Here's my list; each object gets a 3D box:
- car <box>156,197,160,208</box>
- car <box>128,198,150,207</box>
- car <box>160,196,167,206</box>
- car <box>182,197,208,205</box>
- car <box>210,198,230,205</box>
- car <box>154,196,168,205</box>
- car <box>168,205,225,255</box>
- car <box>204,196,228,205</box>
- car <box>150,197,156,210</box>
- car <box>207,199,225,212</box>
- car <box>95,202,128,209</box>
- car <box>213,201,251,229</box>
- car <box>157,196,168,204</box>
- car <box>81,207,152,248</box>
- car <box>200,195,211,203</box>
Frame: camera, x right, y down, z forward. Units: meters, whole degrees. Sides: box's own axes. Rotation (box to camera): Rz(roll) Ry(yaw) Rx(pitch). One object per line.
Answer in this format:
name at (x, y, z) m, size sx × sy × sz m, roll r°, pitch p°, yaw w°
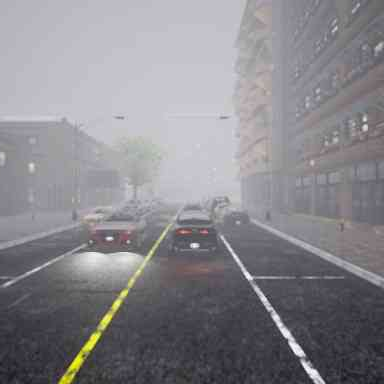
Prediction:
car at (-5.654, 1.570, 44.210) m, size 1.802 × 1.307 × 4.206 m, roll 1°, pitch 0°, yaw 0°
car at (-5.649, 1.430, 32.836) m, size 1.967 × 1.590 × 4.097 m, roll 1°, pitch 0°, yaw 0°
car at (-5.657, 1.554, 55.583) m, size 1.947 × 1.339 × 4.313 m, roll 1°, pitch 0°, yaw 0°
car at (0.092, 1.481, 31.222) m, size 2.128 × 1.511 × 4.902 m, roll 0°, pitch 0°, yaw 0°
car at (2.697, 1.516, 27.380) m, size 1.752 × 1.417 × 4.829 m, roll 1°, pitch 0°, yaw 0°
car at (-5.658, 1.540, 61.271) m, size 2.008 × 1.369 × 4.403 m, roll 1°, pitch 0°, yaw 0°
car at (0.095, 1.500, 13.284) m, size 1.837 × 1.490 × 4.892 m, roll 0°, pitch 0°, yaw 0°
car at (2.700, 1.305, 32.898) m, size 2.192 × 1.841 × 5.009 m, roll 1°, pitch 0°, yaw 0°
car at (-5.651, 1.429, 38.524) m, size 1.967 × 1.590 × 4.097 m, roll 1°, pitch 0°, yaw 0°
car at (2.694, 1.571, 38.584) m, size 1.802 × 1.307 × 4.206 m, roll 1°, pitch 0°, yaw 0°
car at (-5.648, 1.518, 21.294) m, size 1.752 × 1.417 × 4.829 m, roll 1°, pitch 0°, yaw 0°
car at (2.698, 1.543, 21.524) m, size 2.008 × 1.369 × 4.403 m, roll 1°, pitch 0°, yaw 0°
car at (-5.829, 1.516, 66.788) m, size 1.752 × 1.417 × 4.829 m, roll 1°, pitch 0°, yaw 0°
car at (-3.103, 1.558, 14.513) m, size 1.994 × 1.385 × 4.181 m, roll 0°, pitch 0°, yaw 0°
car at (2.736, 1.431, 67.014) m, size 1.967 × 1.590 × 4.097 m, roll 1°, pitch 0°, yaw 0°
